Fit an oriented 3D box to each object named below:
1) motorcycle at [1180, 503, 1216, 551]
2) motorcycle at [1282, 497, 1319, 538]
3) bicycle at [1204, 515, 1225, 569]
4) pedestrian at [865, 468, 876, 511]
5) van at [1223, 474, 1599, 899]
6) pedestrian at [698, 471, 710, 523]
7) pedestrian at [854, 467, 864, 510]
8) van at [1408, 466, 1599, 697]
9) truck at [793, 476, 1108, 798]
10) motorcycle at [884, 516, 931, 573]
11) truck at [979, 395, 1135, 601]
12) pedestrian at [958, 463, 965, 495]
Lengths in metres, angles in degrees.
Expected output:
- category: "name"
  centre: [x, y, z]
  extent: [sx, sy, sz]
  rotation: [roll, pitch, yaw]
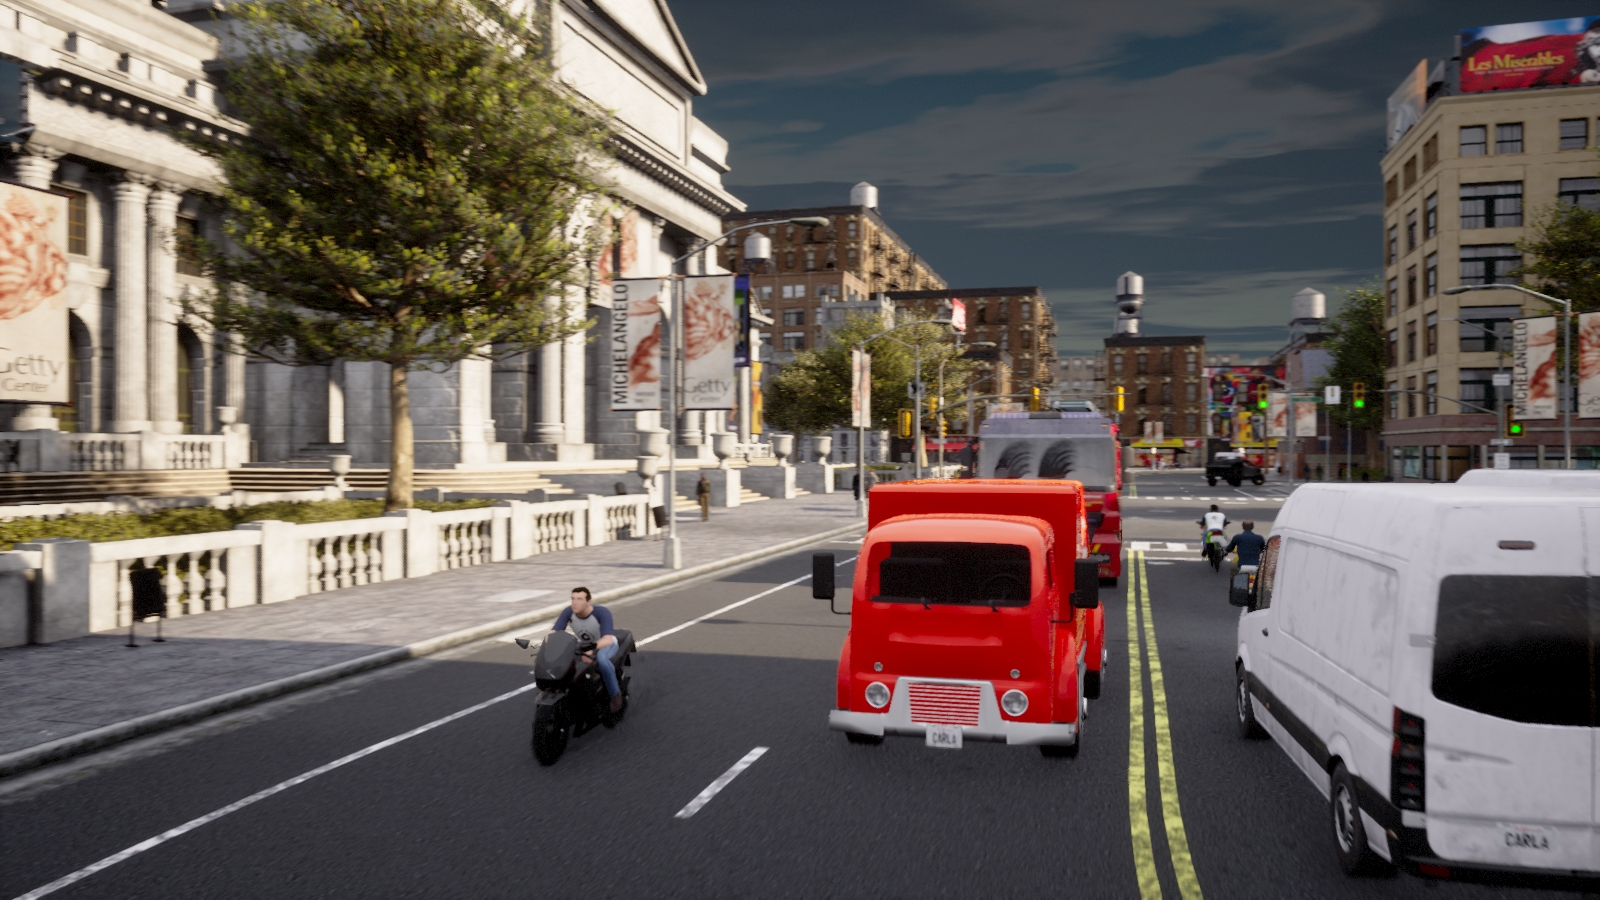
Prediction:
- category: "motorcycle"
  centre: [11.434, 2.194, 32.858]
  extent: [0.856, 1.236, 1.805]
  rotation: [0, 0, 16]
- category: "motorcycle"
  centre: [16.346, 2.198, 37.353]
  extent: [0.856, 1.236, 1.805]
  rotation: [0, 0, 16]
- category: "bicycle"
  centre: [10.082, 2.220, 27.841]
  extent: [0.329, 1.171, 1.835]
  rotation: [0, 0, 15]
- category: "pedestrian"
  centre: [3.026, 1.699, 49.239]
  extent: [0.375, 1.860, 0.375]
  rotation: [0, 0, 20]
- category: "van"
  centre: [4.926, 1.539, 9.133]
  extent: [1.988, 2.561, 5.915]
  rotation: [0, 0, 11]
- category: "pedestrian"
  centre: [-3.464, 1.692, 41.362]
  extent: [0.375, 1.860, 0.375]
  rotation: [0, 0, 6]
- category: "pedestrian"
  centre: [2.613, 1.698, 50.564]
  extent: [0.375, 1.860, 0.375]
  rotation: [0, 0, 20]
- category: "van"
  centre: [10.266, 1.545, 15.851]
  extent: [1.988, 2.561, 5.915]
  rotation: [0, 0, 15]
- category: "truck"
  centre: [1.886, 1.569, 12.066]
  extent: [2.627, 2.467, 5.204]
  rotation: [0, 0, 15]
- category: "motorcycle"
  centre: [2.569, 2.215, 27.073]
  extent: [0.803, 1.145, 2.033]
  rotation: [1, 0, 14]
- category: "truck"
  centre: [6.026, 0.896, 25.696]
  extent: [2.891, 3.827, 8.468]
  rotation: [0, 0, 16]
- category: "pedestrian"
  centre: [9.536, 1.708, 67.458]
  extent: [0.375, 1.860, 0.375]
  rotation: [0, 0, 21]
